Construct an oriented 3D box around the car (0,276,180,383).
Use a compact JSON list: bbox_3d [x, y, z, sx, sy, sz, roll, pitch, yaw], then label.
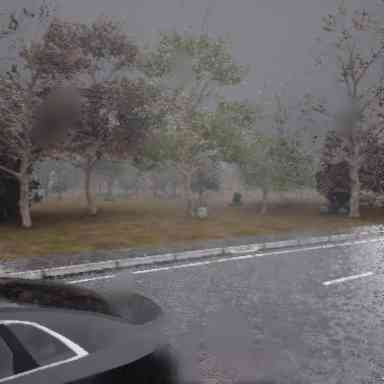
[{"bbox_3d":[-2.392,1.495,2.179,4.892,1.490,1.837,0,0,-35],"label":"car"}]
